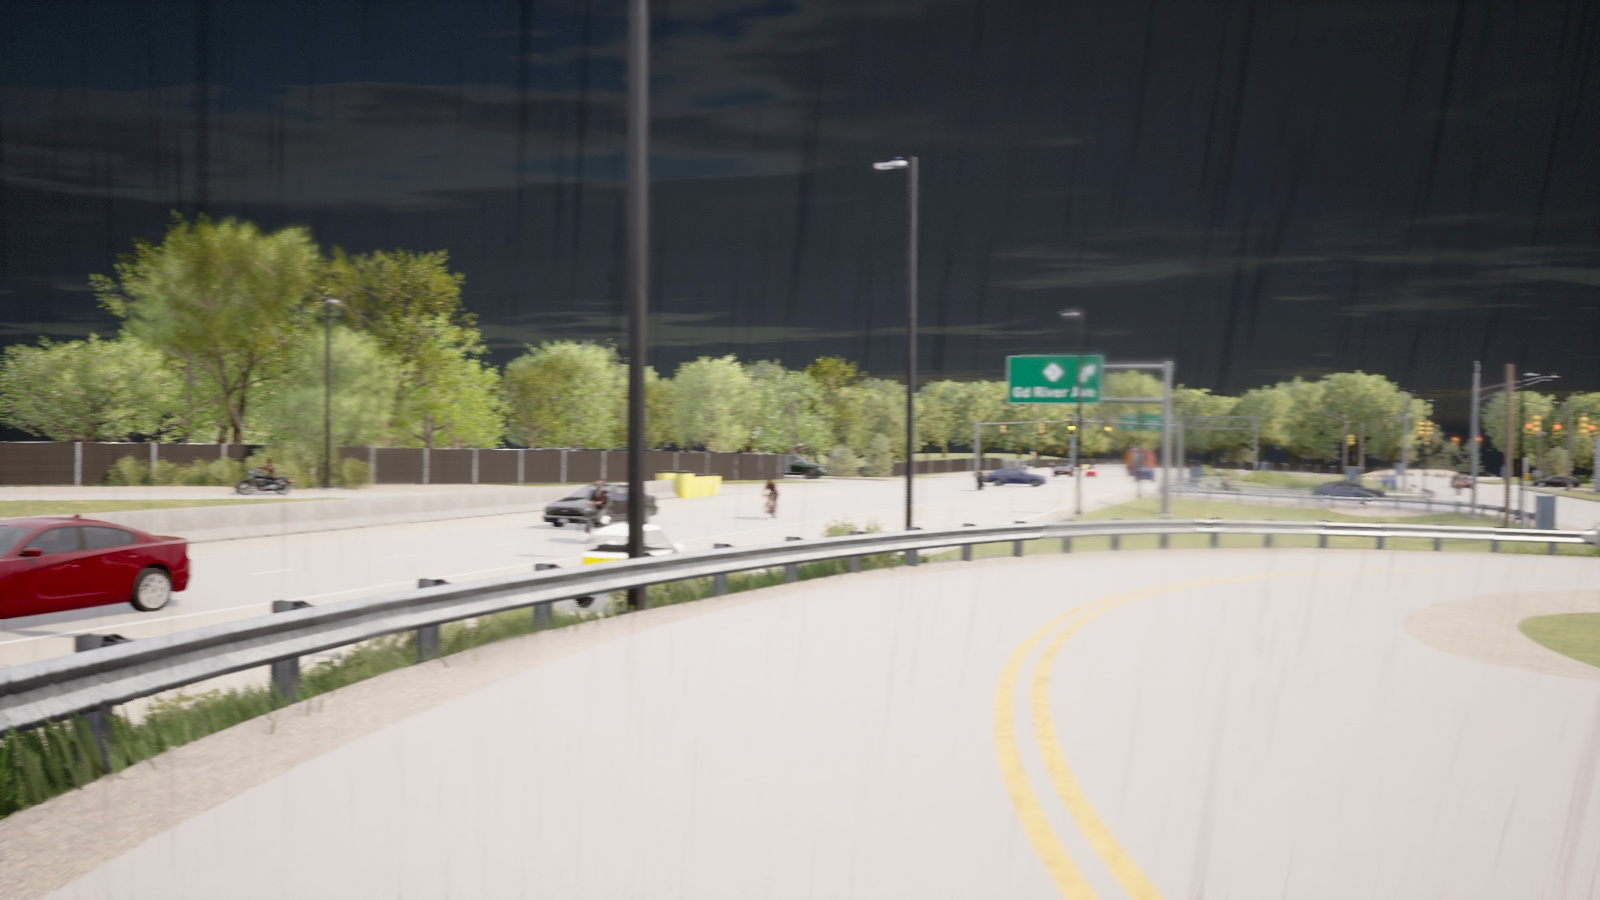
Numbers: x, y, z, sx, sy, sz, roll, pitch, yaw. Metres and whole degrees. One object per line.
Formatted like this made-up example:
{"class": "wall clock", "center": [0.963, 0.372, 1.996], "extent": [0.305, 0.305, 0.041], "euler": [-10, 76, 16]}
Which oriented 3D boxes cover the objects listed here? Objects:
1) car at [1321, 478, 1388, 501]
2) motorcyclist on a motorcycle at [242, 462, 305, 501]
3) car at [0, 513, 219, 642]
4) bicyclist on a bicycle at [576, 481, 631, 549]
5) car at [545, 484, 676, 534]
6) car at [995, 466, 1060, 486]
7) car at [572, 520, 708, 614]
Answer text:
{"class": "car", "center": [38.918, 2.771, 88.240], "extent": [4.181, 1.385, 1.994], "euler": [2, 1, 22]}
{"class": "motorcyclist on a motorcycle", "center": [-22.643, 1.344, 54.010], "extent": [2.350, 1.649, 0.766], "euler": [1, 0, -44]}
{"class": "car", "center": [-11.321, 1.846, 18.659], "extent": [1.882, 1.535, 5.008], "euler": [0, 0, 20]}
{"class": "bicyclist on a bicycle", "center": [-5.418, 1.766, 34.689], "extent": [0.659, 1.776, 1.843], "euler": [0, 0, 20]}
{"class": "car", "center": [-6.304, 1.924, 42.415], "extent": [2.033, 1.411, 5.357], "euler": [0, 0, 20]}
{"class": "car", "center": [17.413, 1.983, 96.145], "extent": [4.674, 1.442, 1.812], "euler": [0, 0, 20]}
{"class": "car", "center": [-2.732, 1.980, 21.728], "extent": [1.481, 1.376, 2.207], "euler": [0, 0, 20]}
